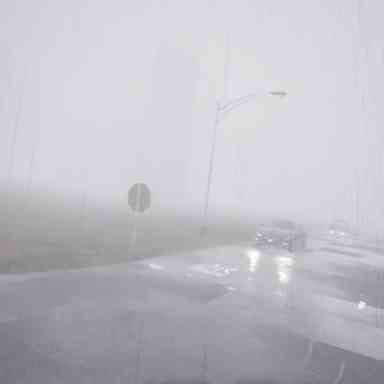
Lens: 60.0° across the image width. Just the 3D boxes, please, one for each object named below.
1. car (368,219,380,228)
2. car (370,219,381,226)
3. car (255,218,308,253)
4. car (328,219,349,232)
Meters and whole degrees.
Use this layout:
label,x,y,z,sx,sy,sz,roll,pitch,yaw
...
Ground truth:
label,x,y,z,sx,sy,sz,roll,pitch,yaw
car,36.023,6.239,65.950,1.837,1.490,4.892,7,0,30
car,44.258,7.348,80.220,1.994,1.385,4.181,7,0,30
car,4.893,2.191,17.693,1.837,1.490,4.892,7,0,30
car,17.553,3.907,39.539,2.033,1.411,5.357,7,0,31
